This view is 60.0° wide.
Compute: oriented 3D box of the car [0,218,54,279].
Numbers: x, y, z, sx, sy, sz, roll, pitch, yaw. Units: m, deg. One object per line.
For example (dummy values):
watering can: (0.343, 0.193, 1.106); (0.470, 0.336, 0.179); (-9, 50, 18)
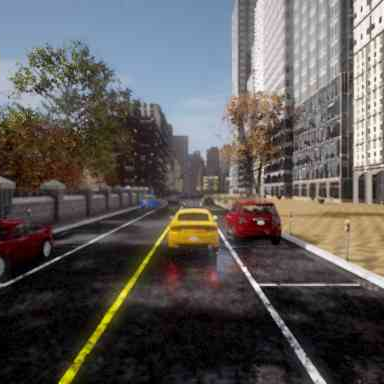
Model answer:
car: (-5.678, 1.528, 9.822); (1.887, 1.381, 4.507); (0, 0, 0)

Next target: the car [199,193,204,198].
car: (2.783, 1.470, 66.302); (1.752, 1.417, 4.829); (0, 0, 0)

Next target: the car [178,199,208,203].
car: (0.088, 1.526, 28.097); (1.994, 1.385, 4.181); (0, 0, 1)

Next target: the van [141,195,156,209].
van: (-5.630, 1.291, 43.613); (1.690, 1.788, 3.998); (0, 0, 0)

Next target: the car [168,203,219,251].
car: (0.073, 1.454, 14.031); (1.882, 1.535, 5.008); (0, 0, 0)

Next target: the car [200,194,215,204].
car: (2.766, 1.511, 54.867); (1.947, 1.339, 4.313); (0, 0, 0)

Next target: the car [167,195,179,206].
car: (-2.995, 1.547, 54.299); (1.895, 1.301, 4.718); (0, 0, 0)

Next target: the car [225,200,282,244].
car: (2.709, 1.290, 15.443); (2.192, 1.841, 5.009); (0, 0, 0)
